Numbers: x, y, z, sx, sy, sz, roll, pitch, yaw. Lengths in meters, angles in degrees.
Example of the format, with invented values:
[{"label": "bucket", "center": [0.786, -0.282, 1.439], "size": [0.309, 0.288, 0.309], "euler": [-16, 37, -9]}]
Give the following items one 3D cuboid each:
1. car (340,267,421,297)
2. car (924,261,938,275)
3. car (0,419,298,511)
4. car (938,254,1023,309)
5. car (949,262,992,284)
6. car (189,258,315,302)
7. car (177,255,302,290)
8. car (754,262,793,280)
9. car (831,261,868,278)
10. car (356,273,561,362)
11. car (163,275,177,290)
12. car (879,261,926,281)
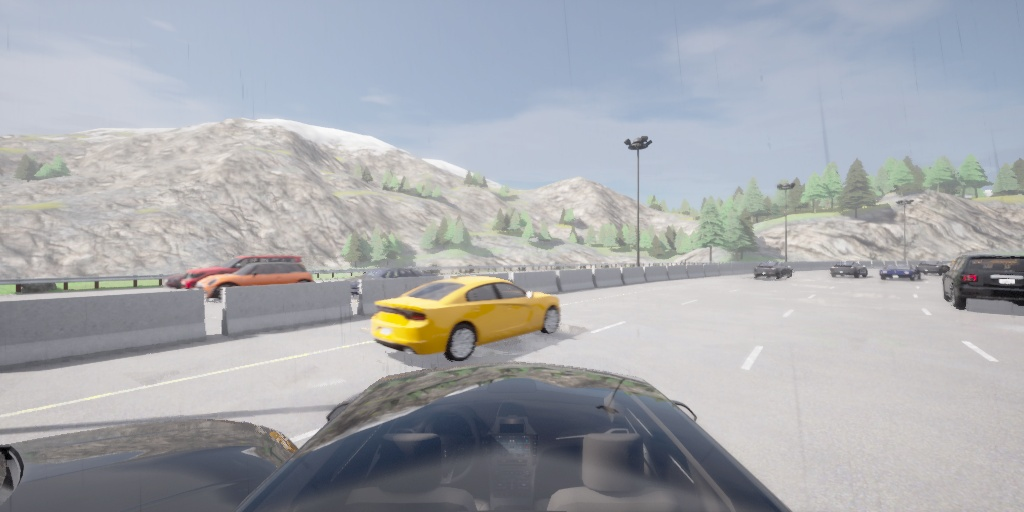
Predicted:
[{"label": "car", "center": [-6.290, 1.297, 18.441], "size": [2.033, 1.411, 5.357], "euler": [0, 0, 41]}, {"label": "car", "center": [43.324, 1.242, 36.882], "size": [4.902, 1.511, 2.128], "euler": [0, 0, -31]}, {"label": "car", "center": [-2.984, 1.255, 0.567], "size": [4.892, 1.490, 1.837], "euler": [0, 0, -45]}, {"label": "car", "center": [18.719, 0.969, 14.003], "size": [5.566, 2.045, 2.150], "euler": [0, 0, -44]}, {"label": "car", "center": [35.579, 1.253, 27.760], "size": [4.892, 1.490, 1.837], "euler": [1, -1, -36]}, {"label": "car", "center": [-12.005, 1.102, 17.016], "size": [2.097, 1.767, 4.553], "euler": [0, 0, 40]}, {"label": "car", "center": [-14.355, 0.971, 19.726], "size": [2.150, 2.045, 5.566], "euler": [0, 0, 40]}, {"label": "car", "center": [23.013, 1.241, 31.495], "size": [4.902, 1.511, 2.128], "euler": [0, 0, -38]}, {"label": "car", "center": [31.385, 1.242, 33.364], "size": [4.902, 1.511, 2.128], "euler": [0, 0, -35]}, {"label": "car", "center": [-0.725, 1.228, 8.436], "size": [1.882, 1.535, 5.008], "euler": [0, 0, 40]}, {"label": "car", "center": [-17.516, 1.276, 21.353], "size": [1.812, 1.442, 4.674], "euler": [0, 0, 39]}, {"label": "car", "center": [32.278, 1.351, 29.730], "size": [4.718, 1.301, 1.895], "euler": [0, 0, -35]}]
